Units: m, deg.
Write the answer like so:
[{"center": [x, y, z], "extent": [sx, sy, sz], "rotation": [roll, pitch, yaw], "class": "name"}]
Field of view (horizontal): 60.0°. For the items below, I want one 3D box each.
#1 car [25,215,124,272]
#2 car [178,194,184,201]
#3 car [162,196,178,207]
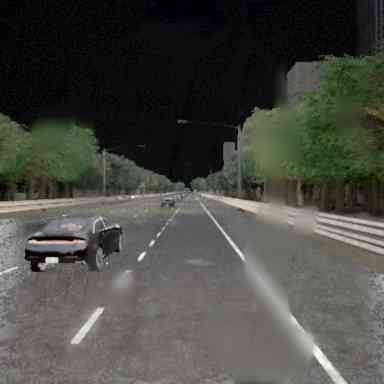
[{"center": [-3.500, 1.490, 10.733], "extent": [2.128, 1.511, 4.902], "rotation": [0, 0, 0], "class": "car"}, {"center": [-3.497, 1.594, 79.556], "extent": [1.895, 1.301, 4.718], "rotation": [0, 0, 0], "class": "car"}, {"center": [-3.500, 1.494, 49.868], "extent": [1.837, 1.490, 4.892], "rotation": [0, 0, 0], "class": "car"}]
